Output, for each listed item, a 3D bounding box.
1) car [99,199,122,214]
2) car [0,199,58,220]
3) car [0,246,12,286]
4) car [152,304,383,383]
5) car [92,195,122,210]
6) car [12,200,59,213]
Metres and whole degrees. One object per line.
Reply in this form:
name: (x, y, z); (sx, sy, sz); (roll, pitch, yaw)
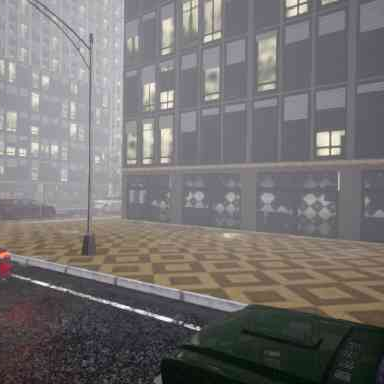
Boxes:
car: (-8.100, 1.830, 39.188); (1.752, 1.417, 4.829); (1, 0, 36)
car: (-14.875, 1.519, 29.960); (2.192, 1.841, 5.009); (1, 0, 36)
car: (-6.128, 1.521, 8.018); (4.674, 1.442, 1.812); (0, 0, 35)
car: (1.983, 1.601, 2.272); (4.718, 1.301, 1.895); (0, 0, 35)
car: (-10.972, 1.450, 45.037); (2.150, 2.045, 5.566); (1, 1, 36)
car: (-18.396, 1.643, 39.327); (1.752, 1.417, 4.829); (1, 0, 36)
